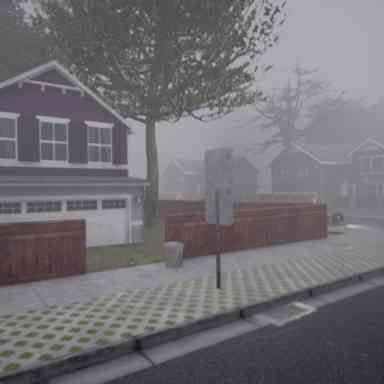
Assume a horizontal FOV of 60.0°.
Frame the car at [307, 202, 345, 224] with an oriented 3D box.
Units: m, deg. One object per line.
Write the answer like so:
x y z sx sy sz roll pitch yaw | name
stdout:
8.022 1.407 22.492 1.994 1.385 4.181 -1 1 -36 | car

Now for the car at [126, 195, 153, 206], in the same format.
-7.837 1.176 49.059 1.882 1.535 5.008 -1 1 -36 | car

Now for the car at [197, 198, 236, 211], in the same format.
1.946 1.307 30.793 1.837 1.490 4.892 -1 1 -37 | car
